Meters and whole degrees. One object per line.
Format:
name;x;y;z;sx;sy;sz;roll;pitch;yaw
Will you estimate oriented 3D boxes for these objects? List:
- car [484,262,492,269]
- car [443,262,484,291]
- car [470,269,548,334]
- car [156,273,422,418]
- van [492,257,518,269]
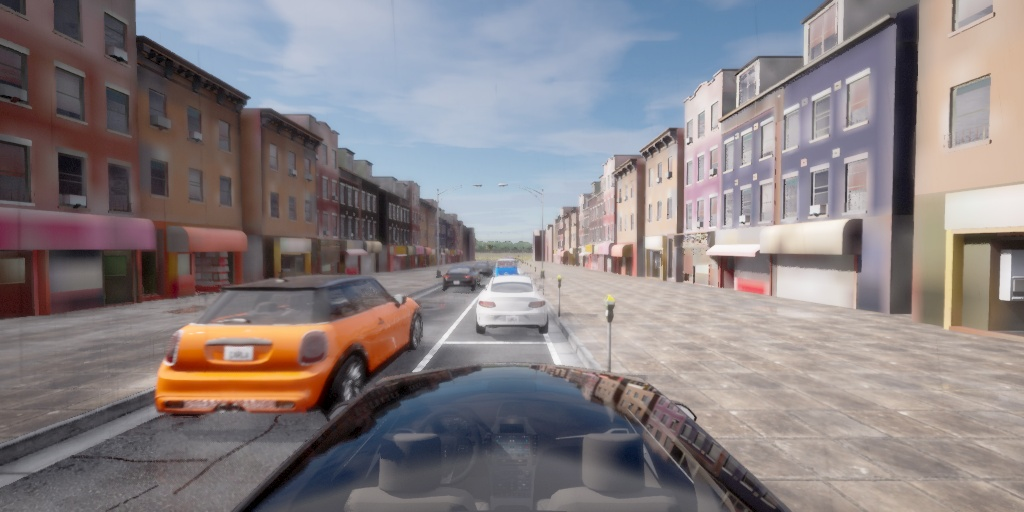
car;-2.971;1.302;36.149;1.994;1.385;4.181;0;0;0
car;-2.969;1.267;21.681;1.812;1.442;4.674;0;0;1
car;0.003;1.272;10.502;1.812;1.442;4.674;0;0;0
car;-3.021;1.099;6.089;2.097;1.767;4.553;0;0;0
van;-0.384;1.081;27.392;1.690;1.789;3.998;0;0;0
